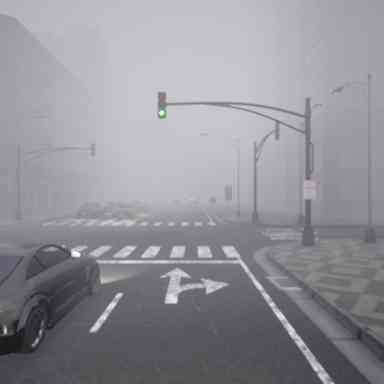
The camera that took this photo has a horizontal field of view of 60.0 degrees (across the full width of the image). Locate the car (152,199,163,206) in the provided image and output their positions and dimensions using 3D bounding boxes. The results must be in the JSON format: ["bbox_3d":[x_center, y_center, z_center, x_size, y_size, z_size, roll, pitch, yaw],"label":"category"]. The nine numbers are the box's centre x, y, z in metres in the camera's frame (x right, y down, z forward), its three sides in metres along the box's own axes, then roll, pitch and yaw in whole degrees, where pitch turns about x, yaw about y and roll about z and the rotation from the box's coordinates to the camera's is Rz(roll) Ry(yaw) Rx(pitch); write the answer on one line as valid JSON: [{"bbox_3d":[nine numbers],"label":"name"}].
[{"bbox_3d":[-6.469,1.936,62.725,2.033,1.411,5.357,0,0,1],"label":"car"}]

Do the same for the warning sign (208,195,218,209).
[{"bbox_3d":[2.902,1.407,45.839,1.300,1.860,1.060,0,0,0],"label":"warning sign"}]

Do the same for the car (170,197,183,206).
[{"bbox_3d":[-3.074,1.872,63.679,1.882,1.535,5.008,0,0,0],"label":"car"}]

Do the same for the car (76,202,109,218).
[{"bbox_3d":[-9.815,1.739,32.508,1.812,1.442,4.674,0,0,-2],"label":"car"}]

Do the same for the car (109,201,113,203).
[{"bbox_3d":[-9.801,1.816,42.079,2.033,1.411,5.357,0,0,0],"label":"car"}]

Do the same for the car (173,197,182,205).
[{"bbox_3d":[-3.159,1.954,73.732,1.837,1.490,4.892,0,0,0],"label":"car"}]

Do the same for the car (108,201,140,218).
[{"bbox_3d":[-6.562,1.815,32.706,1.895,1.301,4.718,0,0,-3],"label":"car"}]

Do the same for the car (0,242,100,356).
[{"bbox_3d":[-3.142,1.606,6.137,1.994,1.385,4.181,0,0,0],"label":"car"}]

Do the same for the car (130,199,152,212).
[{"bbox_3d":[-6.544,1.869,41.891,1.895,1.301,4.718,0,0,0],"label":"car"}]

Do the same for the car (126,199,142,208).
[{"bbox_3d":[-9.762,1.913,56.243,1.994,1.385,4.181,0,0,1],"label":"car"}]

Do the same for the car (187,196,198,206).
[{"bbox_3d":[0.173,1.992,63.123,1.895,1.301,4.718,0,0,0],"label":"car"}]
